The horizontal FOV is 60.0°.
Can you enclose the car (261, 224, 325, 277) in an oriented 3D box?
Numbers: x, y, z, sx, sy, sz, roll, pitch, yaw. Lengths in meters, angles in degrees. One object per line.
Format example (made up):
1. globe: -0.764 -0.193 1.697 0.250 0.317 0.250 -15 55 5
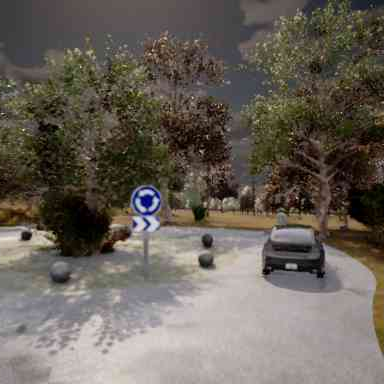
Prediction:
1. car: 3.541 1.873 11.674 1.837 1.490 4.892 0 -1 18
